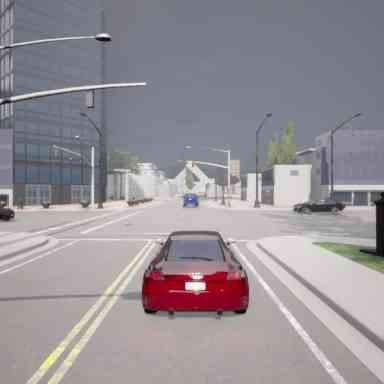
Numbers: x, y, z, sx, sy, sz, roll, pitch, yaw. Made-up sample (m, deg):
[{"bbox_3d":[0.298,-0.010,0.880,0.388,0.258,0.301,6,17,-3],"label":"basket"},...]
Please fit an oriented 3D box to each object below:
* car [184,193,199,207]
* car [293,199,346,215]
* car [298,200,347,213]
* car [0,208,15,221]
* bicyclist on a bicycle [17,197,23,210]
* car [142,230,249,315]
[{"bbox_3d":[-0.112,1.222,52.214,2.150,2.045,5.566,0,0,3],"label":"car"},{"bbox_3d":[12.668,1.485,33.522,4.902,1.511,2.128,0,0,0],"label":"car"},{"bbox_3d":[14.457,1.584,37.045,4.718,1.301,1.895,0,0,0],"label":"car"},{"bbox_3d":[-16.612,1.587,26.091,5.008,1.535,1.882,-1,0,0],"label":"car"},{"bbox_3d":[-21.999,1.466,42.523,0.582,1.620,1.656,-1,0,0],"label":"bicyclist on a bicycle"},{"bbox_3d":[0.071,1.564,7.642,1.994,1.385,4.181,0,0,0],"label":"car"}]
